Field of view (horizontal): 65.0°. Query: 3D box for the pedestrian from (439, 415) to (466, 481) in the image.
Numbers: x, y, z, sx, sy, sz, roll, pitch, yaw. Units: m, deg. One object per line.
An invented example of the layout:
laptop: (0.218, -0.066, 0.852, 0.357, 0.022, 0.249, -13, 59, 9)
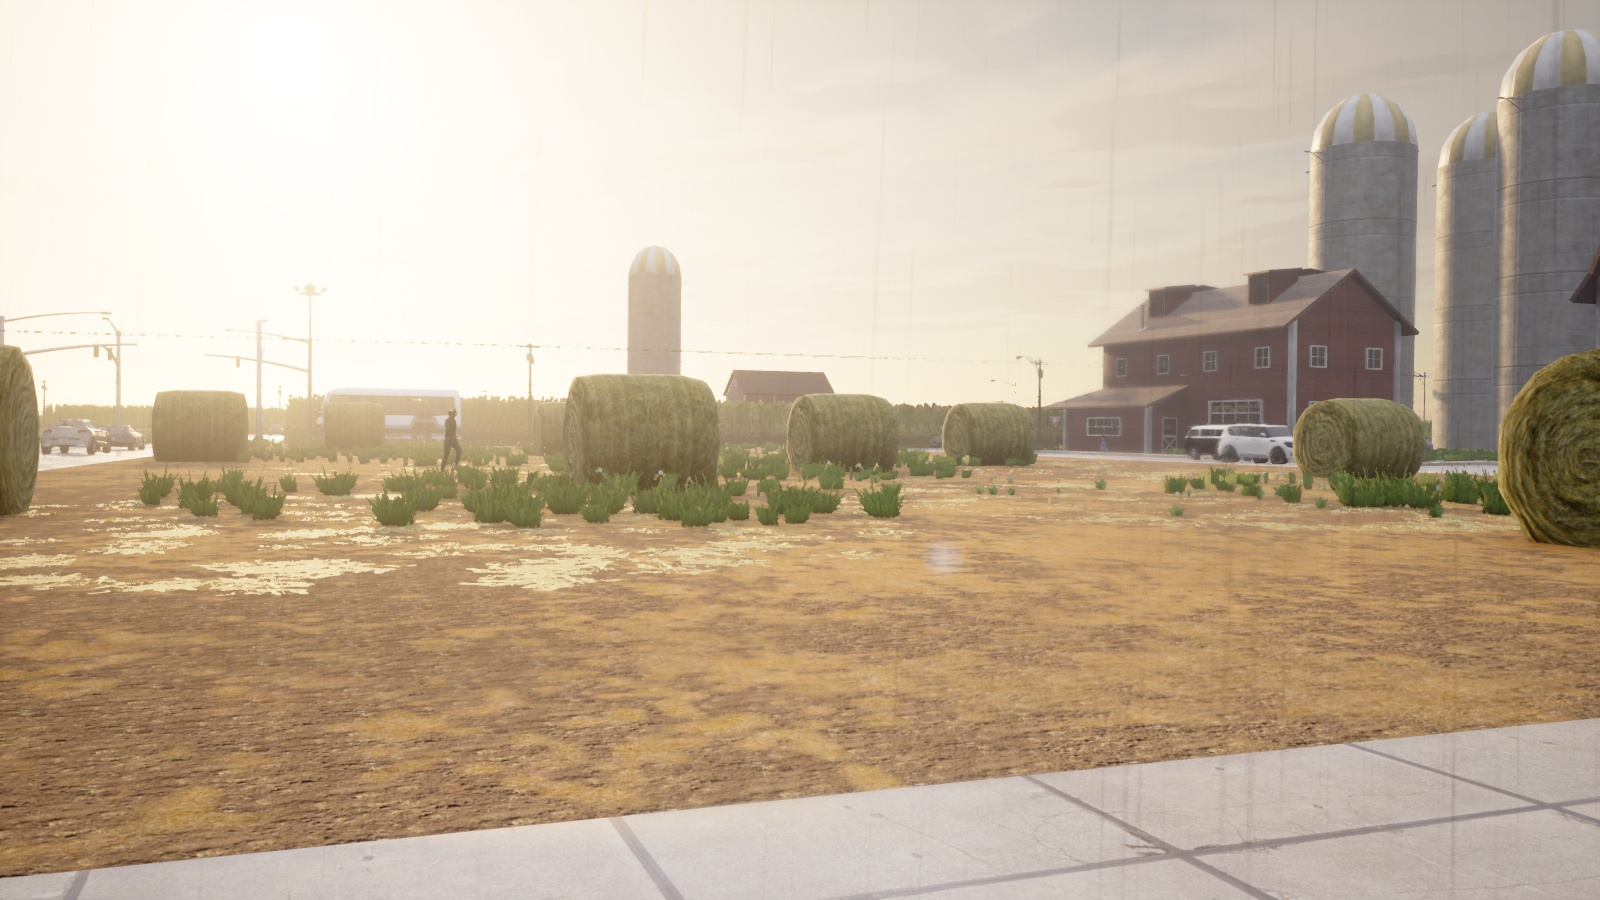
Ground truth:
pedestrian: (-9.751, -0.051, 35.242, 0.614, 1.847, 0.353, 0, 1, 22)

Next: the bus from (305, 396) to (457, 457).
bus: (-30.606, -1.742, 91.823, 10.273, 4.253, 3.944, -1, 1, -21)

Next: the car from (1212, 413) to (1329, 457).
car: (22.885, -0.754, 61.307, 2.150, 2.045, 5.566, -1, 1, -22)

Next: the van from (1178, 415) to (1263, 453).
van: (23.298, -0.891, 69.691, 2.069, 2.038, 4.480, -1, 1, -22)

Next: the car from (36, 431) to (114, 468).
car: (-33.975, -0.051, 58.996, 2.152, 1.651, 5.027, -1, 1, -18)

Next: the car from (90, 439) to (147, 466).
car: (-36.959, 0.117, 68.199, 1.994, 1.385, 4.181, -1, 1, -18)
